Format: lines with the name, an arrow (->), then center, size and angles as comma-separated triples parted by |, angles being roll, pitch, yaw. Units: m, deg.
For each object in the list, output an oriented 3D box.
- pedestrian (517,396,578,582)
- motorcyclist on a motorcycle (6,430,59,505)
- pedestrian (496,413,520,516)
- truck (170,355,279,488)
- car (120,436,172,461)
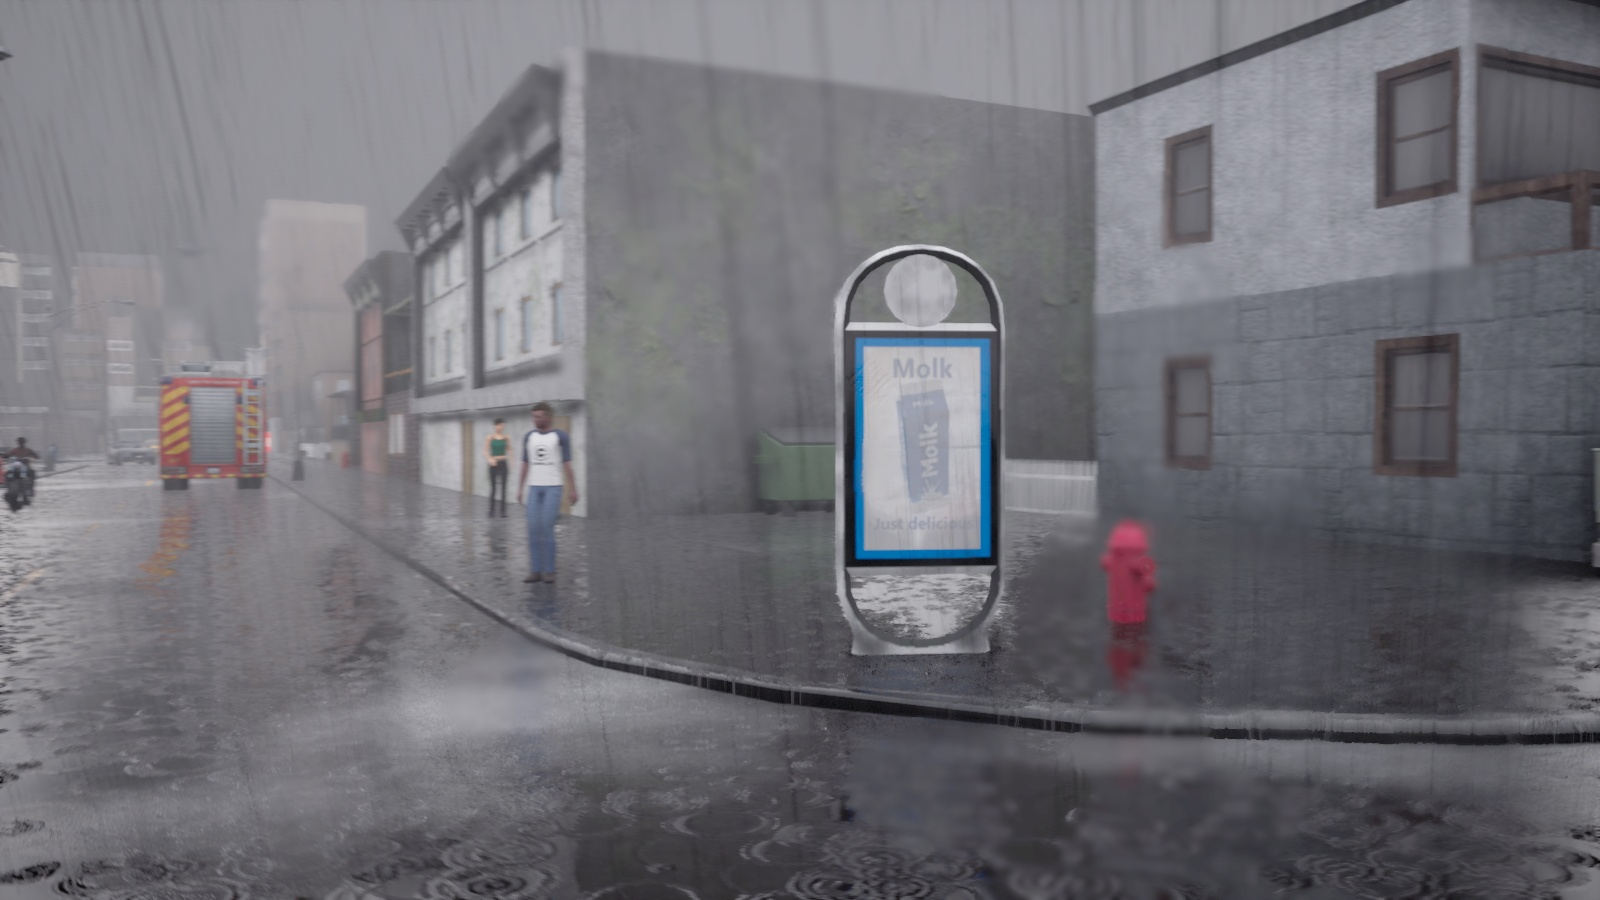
pedestrian -> -2.564, 0.384, 12.795 | 0.354, 1.836, 0.706 | 0, 1, 12
motorcyclist on a motorcycle -> -17.517, 0.373, 28.717 | 0.766, 1.649, 2.350 | 0, 1, -25
pedestrian -> -5.294, 0.260, 22.741 | 0.345, 1.836, 0.594 | 0, 1, -21
truck -> -18.627, -0.881, 40.693 | 2.891, 3.827, 8.468 | 0, 1, -25
car -> -38.074, -0.110, 73.079 | 1.994, 1.385, 4.181 | 0, 1, -38
